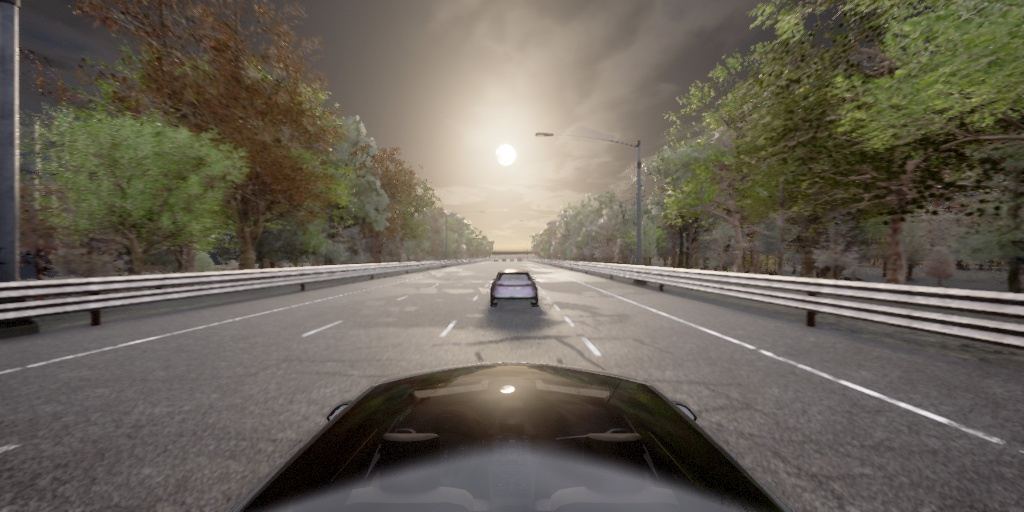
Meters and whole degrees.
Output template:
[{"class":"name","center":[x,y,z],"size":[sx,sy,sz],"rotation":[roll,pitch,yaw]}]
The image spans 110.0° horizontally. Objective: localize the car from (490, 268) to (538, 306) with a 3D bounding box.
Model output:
[{"class":"car","center":[0.080,1.332,15.887],"size":[2.033,1.649,4.856],"rotation":[0,-1,0]}]
